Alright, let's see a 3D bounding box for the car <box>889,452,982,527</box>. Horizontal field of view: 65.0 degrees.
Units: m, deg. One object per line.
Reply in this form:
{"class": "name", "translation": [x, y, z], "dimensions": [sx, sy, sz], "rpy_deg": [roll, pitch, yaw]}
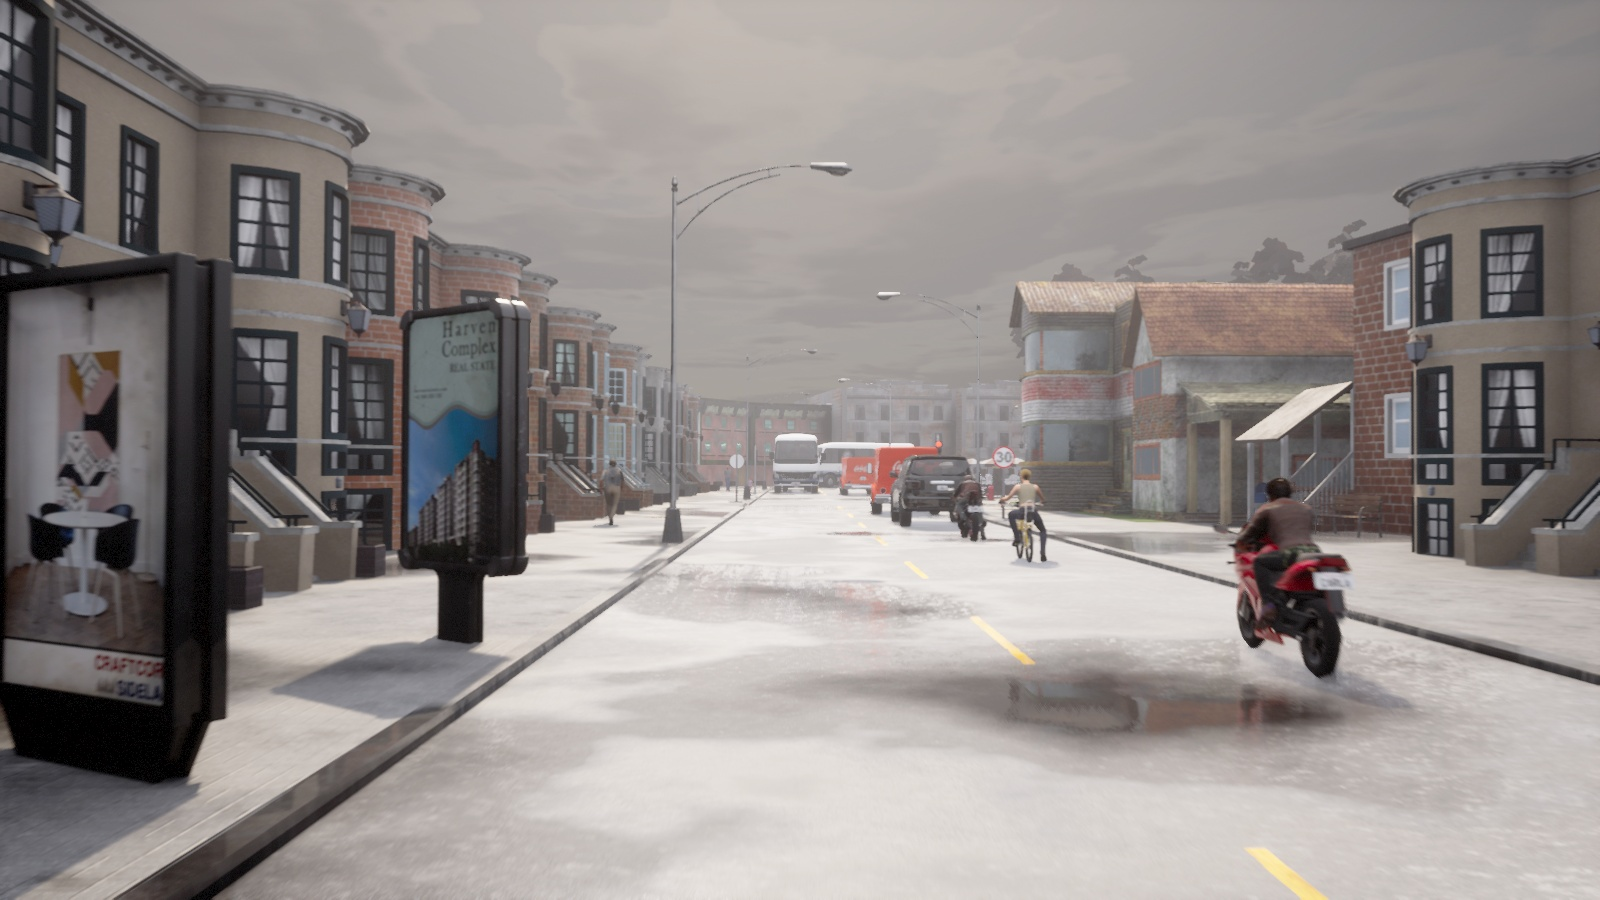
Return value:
{"class": "car", "translation": [3.911, 1.140, 37.178], "dimensions": [2.150, 2.045, 5.566], "rpy_deg": [0, -1, 0]}

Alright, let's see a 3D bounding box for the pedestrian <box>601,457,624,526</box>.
{"class": "pedestrian", "translation": [-5.025, 1.108, 33.665], "dimensions": [0.540, 1.848, 0.694], "rpy_deg": [0, -1, -1]}

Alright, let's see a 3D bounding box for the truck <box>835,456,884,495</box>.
{"class": "truck", "translation": [3.865, 1.697, 82.686], "dimensions": [2.627, 2.467, 5.204], "rpy_deg": [0, -1, -4]}

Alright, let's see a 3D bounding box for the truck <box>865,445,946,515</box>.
{"class": "truck", "translation": [3.882, 1.104, 47.292], "dimensions": [2.627, 2.467, 5.204], "rpy_deg": [0, -1, 0]}

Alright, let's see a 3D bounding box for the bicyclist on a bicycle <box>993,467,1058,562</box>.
{"class": "bicyclist on a bicycle", "translation": [3.943, 1.105, 22.092], "dimensions": [0.866, 1.612, 1.509], "rpy_deg": [0, -1, 0]}

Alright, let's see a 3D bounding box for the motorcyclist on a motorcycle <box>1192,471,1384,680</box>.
{"class": "motorcyclist on a motorcycle", "translation": [3.976, 0.958, 10.432], "dimensions": [0.797, 1.523, 2.044], "rpy_deg": [0, 0, 0]}

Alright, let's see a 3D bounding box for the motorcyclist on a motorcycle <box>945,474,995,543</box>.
{"class": "motorcyclist on a motorcycle", "translation": [3.932, 1.323, 29.191], "dimensions": [0.866, 1.530, 2.191], "rpy_deg": [0, -1, 0]}

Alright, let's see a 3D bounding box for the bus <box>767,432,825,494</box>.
{"class": "bus", "translation": [-0.237, 0.982, 92.182], "dimensions": [3.944, 4.253, 10.273], "rpy_deg": [0, -1, 0]}
